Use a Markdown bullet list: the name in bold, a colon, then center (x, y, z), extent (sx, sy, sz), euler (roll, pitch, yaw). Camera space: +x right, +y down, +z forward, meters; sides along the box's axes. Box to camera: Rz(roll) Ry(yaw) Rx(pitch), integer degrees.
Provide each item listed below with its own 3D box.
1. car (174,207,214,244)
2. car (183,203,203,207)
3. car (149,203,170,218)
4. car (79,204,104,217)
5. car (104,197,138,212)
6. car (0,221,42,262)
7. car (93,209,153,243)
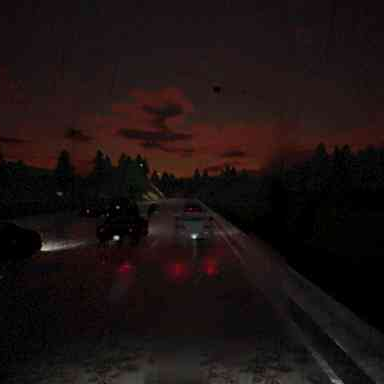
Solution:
- **car**: center (0.086, 1.697, 16.572), extent (1.812, 1.442, 4.674), euler (0, -1, 0)
- **car**: center (0.097, 1.860, 34.506), extent (1.837, 1.490, 4.892), euler (0, -1, 0)
- **car**: center (-3.404, 1.846, 34.442), extent (2.128, 1.511, 4.902), euler (0, -1, 0)
- **car**: center (-10.405, 1.926, 35.276), extent (1.994, 1.385, 4.181), euler (0, -1, 0)
- **car**: center (-6.903, 1.568, 33.700), extent (2.150, 2.045, 5.566), euler (0, -1, 0)
- **car**: center (-6.905, 1.682, 11.433), extent (1.994, 1.385, 4.181), euler (0, -1, 0)
- **car**: center (-3.402, 1.779, 17.223), extent (1.895, 1.301, 4.718), euler (0, -1, 0)
